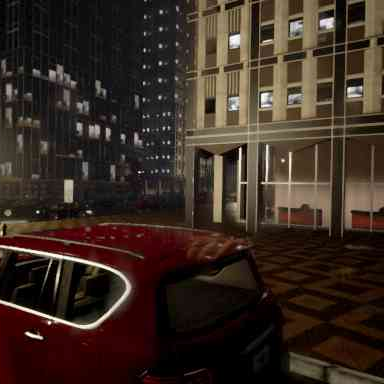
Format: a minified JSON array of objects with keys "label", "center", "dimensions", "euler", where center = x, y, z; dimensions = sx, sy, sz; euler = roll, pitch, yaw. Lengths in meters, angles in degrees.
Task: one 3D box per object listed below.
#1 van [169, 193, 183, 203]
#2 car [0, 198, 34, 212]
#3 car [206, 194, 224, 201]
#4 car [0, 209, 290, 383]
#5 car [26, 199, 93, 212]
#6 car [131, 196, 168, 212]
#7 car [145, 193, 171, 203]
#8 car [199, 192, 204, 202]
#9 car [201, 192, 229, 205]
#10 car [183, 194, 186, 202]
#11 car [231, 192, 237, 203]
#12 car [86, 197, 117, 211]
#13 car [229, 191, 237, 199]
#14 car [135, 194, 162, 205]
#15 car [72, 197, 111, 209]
[{"label":"van","center":[-3.712,0.969,55.447],"dimensions":[1.690,1.788,3.998],"euler":[2,1,30]},{"label":"car","center":[-15.599,1.351,29.923],"dimensions":[1.837,1.490,4.892],"euler":[1,1,30]},{"label":"car","center":[4.824,1.073,70.109],"dimensions":[1.887,1.381,4.507],"euler":[2,1,30]},{"label":"car","center":[-1.420,1.313,3.866],"dimensions":[5.009,1.841,2.192],"euler":[0,1,36]},{"label":"car","center":[-10.620,1.533,26.958],"dimensions":[1.947,1.339,4.313],"euler":[2,1,30]},{"label":"car","center":[-4.931,1.483,36.724],"dimensions":[1.802,1.307,4.206],"euler":[2,1,30]},{"label":"car","center":[-5.490,1.254,47.264],"dimensions":[1.812,1.442,4.674],"euler":[1,1,31]},{"label":"car","center":[2.177,0.959,54.064],"dimensions":[2.150,2.045,5.566],"euler":[1,1,30]},{"label":"car","center":[3.606,1.242,51.369],"dimensions":[1.967,1.590,4.097],"euler":[2,1,30]},{"label":"car","center":[-0.867,1.035,60.335],"dimensions":[1.967,1.590,4.097],"euler":[2,1,30]},{"label":"car","center":[9.380,1.260,61.283],"dimensions":[1.752,1.417,4.829],"euler":[2,1,30]},{"label":"car","center":[-10.597,1.352,38.518],"dimensions":[1.994,1.385,4.181],"euler":[1,1,30]},{"label":"car","center":[10.522,0.777,79.877],"dimensions":[2.192,1.841,5.009],"euler":[2,1,30]},{"label":"car","center":[-6.561,1.101,50.563],"dimensions":[1.967,1.590,4.097],"euler":[2,1,30]},{"label":"car","center":[-12.257,1.293,40.792],"dimensions":[1.947,1.339,4.313],"euler":[2,1,30]}]
